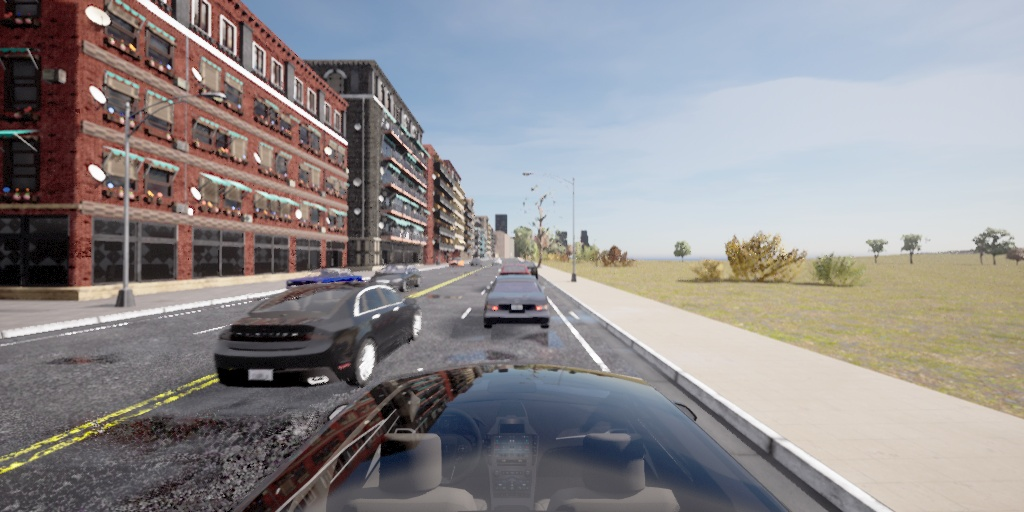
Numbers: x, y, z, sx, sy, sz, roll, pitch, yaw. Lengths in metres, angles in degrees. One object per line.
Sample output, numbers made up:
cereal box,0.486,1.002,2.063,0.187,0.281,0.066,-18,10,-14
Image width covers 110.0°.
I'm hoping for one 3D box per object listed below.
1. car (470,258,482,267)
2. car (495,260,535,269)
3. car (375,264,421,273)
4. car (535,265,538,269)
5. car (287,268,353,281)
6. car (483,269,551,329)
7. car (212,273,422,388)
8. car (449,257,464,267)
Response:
car,-6.352,1.199,63.653,1.837,1.490,4.892,0,0,1
car,0.169,1.212,21.771,1.882,1.535,5.008,0,0,0
car,-6.540,1.227,20.533,2.128,1.511,4.902,0,0,0
car,1.235,1.205,31.207,1.882,1.535,5.008,0,0,0
car,-9.795,1.337,19.059,1.895,1.301,4.718,0,0,0
car,0.132,1.290,11.231,2.033,1.411,5.357,0,0,0
car,-3.134,1.250,6.905,1.837,1.490,4.892,0,0,0
car,-9.611,1.049,62.011,2.097,1.767,4.553,0,0,1
